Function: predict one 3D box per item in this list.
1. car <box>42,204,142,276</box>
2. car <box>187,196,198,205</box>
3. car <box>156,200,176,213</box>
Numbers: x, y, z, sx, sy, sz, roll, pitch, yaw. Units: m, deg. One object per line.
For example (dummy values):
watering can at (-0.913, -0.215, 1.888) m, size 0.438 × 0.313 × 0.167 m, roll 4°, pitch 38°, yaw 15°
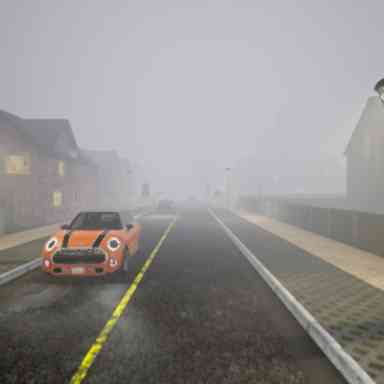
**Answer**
car at (-2.839, 1.322, 10.350) m, size 2.097 × 1.767 × 4.553 m, roll 0°, pitch 0°, yaw -2°
car at (0.011, 1.368, 55.803) m, size 1.812 × 1.442 × 4.674 m, roll 0°, pitch 0°, yaw 0°
car at (-2.742, 1.498, 35.701) m, size 1.895 × 1.301 × 4.718 m, roll 0°, pitch 0°, yaw 0°
